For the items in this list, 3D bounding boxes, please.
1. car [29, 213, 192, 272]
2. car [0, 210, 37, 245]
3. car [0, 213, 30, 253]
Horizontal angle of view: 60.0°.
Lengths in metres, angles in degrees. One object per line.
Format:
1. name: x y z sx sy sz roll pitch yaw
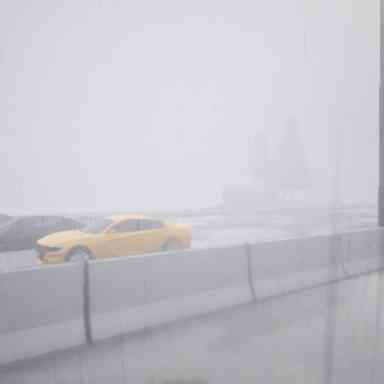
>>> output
1. car: -2.335 1.495 10.903 5.008 1.535 1.882 0 0 -35
2. car: -9.268 1.568 14.566 4.181 1.385 1.994 0 0 -35
3. car: -5.965 1.557 12.624 5.357 1.411 2.033 0 0 -35
